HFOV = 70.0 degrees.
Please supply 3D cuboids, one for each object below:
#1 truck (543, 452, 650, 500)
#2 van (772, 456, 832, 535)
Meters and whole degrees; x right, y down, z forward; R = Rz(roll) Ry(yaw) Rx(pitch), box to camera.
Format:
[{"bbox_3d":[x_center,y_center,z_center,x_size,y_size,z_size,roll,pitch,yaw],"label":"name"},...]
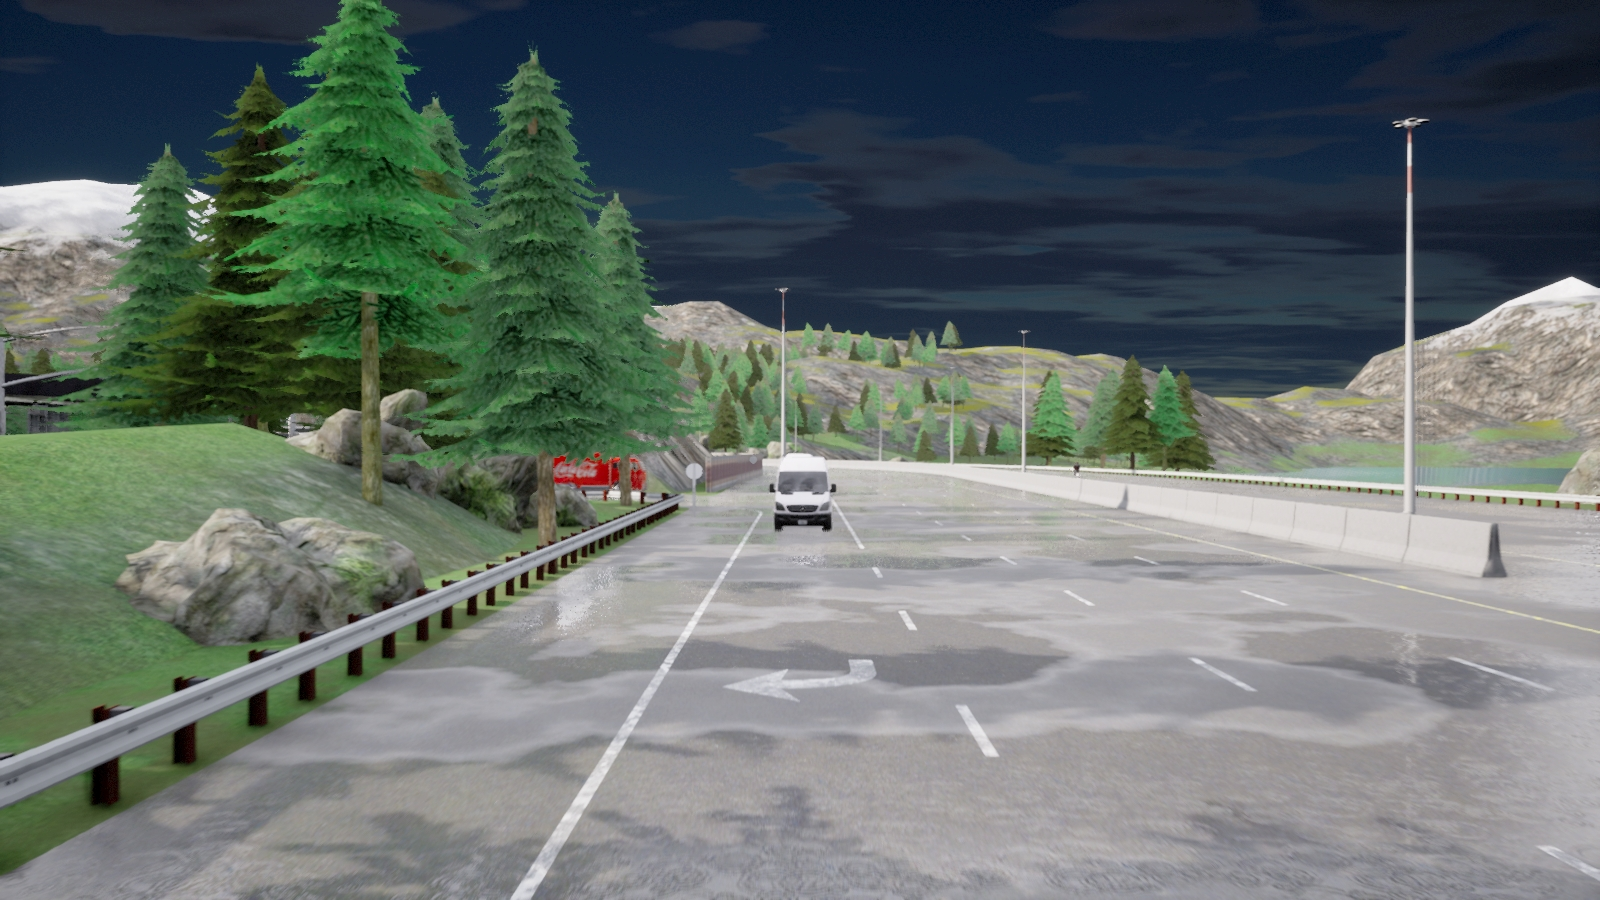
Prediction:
[{"bbox_3d":[-10.787,1.357,60.828,5.204,2.467,2.627,0,0,0],"label":"truck"},{"bbox_3d":[0.112,1.526,40.796,1.988,2.561,5.915,0,0,1],"label":"van"}]
